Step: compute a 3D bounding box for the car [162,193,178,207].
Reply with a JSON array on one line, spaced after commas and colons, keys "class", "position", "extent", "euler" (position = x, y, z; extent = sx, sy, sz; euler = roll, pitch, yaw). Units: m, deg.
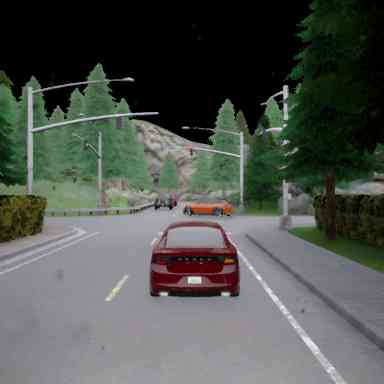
[{"class": "car", "position": [-3.552, 1.221, 54.038], "extent": [2.150, 2.045, 5.566], "euler": [0, 0, 1]}]

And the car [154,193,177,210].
[{"class": "car", "position": [-3.583, 1.221, 43.479], "extent": [2.150, 2.045, 5.566], "euler": [0, 0, 0]}]

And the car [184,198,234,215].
[{"class": "car", "position": [1.454, 1.339, 30.289], "extent": [4.553, 1.767, 2.097], "euler": [0, -1, 33]}]

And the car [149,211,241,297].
[{"class": "car", "position": [0.067, 1.478, 8.622], "extent": [1.882, 1.535, 5.008], "euler": [0, 0, 0]}]
